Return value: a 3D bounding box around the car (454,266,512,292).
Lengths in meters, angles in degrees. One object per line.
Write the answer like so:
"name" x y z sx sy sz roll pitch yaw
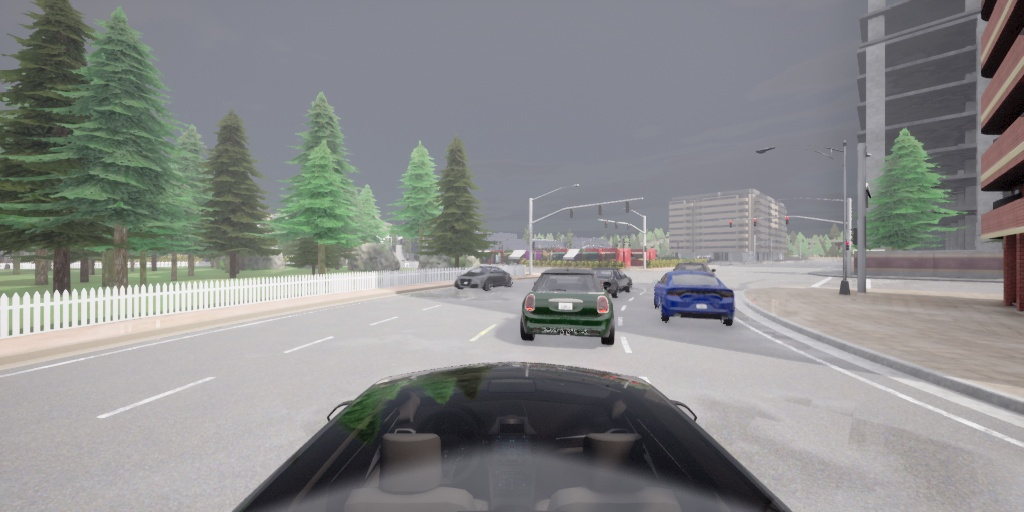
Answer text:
"car" -1.656 1.318 21.684 1.994 1.385 4.181 0 0 28

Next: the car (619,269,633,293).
"car" 4.864 1.302 18.570 2.033 1.411 5.357 0 0 29

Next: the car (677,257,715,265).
"car" 10.248 1.109 20.234 2.097 1.767 4.553 0 0 32

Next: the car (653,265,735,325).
"car" 5.886 1.232 12.027 1.882 1.535 5.008 0 0 18

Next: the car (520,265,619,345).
"car" 1.615 1.104 9.817 2.097 1.767 4.553 0 0 13
